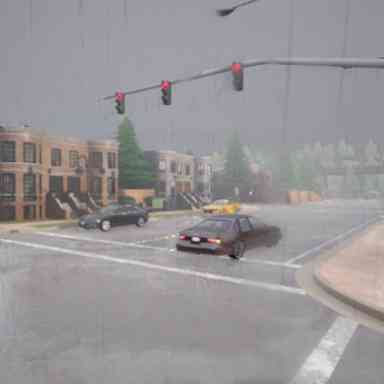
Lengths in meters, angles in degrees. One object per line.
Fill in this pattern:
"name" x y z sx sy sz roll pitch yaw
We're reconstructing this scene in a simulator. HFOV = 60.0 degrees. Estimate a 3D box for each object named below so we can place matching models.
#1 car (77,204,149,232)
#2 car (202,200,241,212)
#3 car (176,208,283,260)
"car" -4.825 1.537 20.881 1.837 1.490 4.892 0 0 35
"car" 2.843 1.512 31.622 1.882 1.535 5.008 0 0 36
"car" 1.632 1.560 12.638 2.033 1.411 5.357 0 0 37
